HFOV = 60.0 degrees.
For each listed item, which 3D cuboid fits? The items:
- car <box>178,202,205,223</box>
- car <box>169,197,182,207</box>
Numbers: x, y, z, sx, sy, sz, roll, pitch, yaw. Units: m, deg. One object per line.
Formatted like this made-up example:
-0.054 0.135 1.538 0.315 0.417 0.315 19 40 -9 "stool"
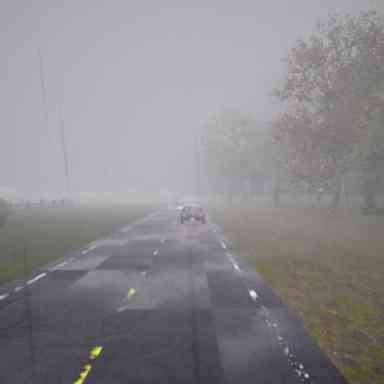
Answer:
0.056 1.749 26.630 1.895 1.301 4.718 0 0 0 "car"
-2.834 1.656 57.774 2.097 1.767 4.553 0 0 0 "car"
